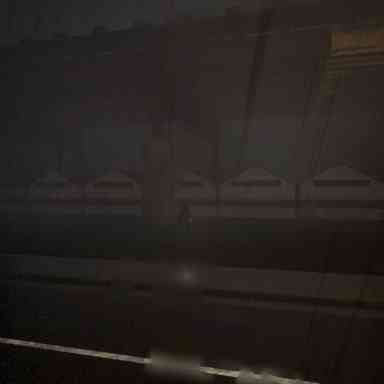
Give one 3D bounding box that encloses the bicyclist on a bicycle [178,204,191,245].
[{"bbox_3d":[-0.312,1.302,13.604,0.582,1.620,1.656,0,2,-11],"label":"bicyclist on a bicycle"}]
